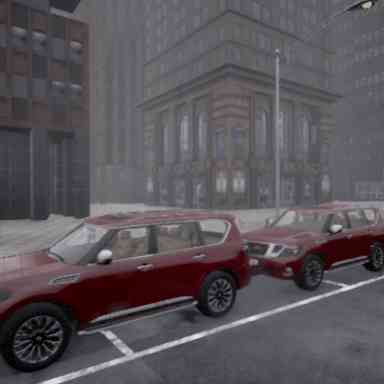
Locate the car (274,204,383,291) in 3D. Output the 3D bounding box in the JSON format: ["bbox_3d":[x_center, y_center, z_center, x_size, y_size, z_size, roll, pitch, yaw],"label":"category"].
[{"bbox_3d":[3.477,1.280,9.130,5.009,1.841,2.192,0,0,-36],"label":"car"}]

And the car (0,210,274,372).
[{"bbox_3d":[-1.145,1.305,5.833,5.009,1.841,2.192,0,0,-36],"label":"car"}]
